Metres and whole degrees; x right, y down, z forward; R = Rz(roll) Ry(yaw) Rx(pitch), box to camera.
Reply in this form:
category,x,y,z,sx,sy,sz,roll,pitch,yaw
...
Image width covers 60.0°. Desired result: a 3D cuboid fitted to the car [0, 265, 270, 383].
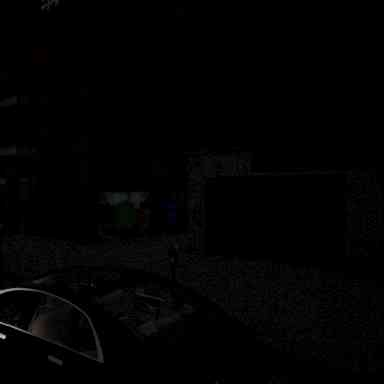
category,x,y,z,sx,sy,sz,roll,pitch,yaw
car,-1.339,1.551,3.803,4.403,1.369,2.008,0,0,36
